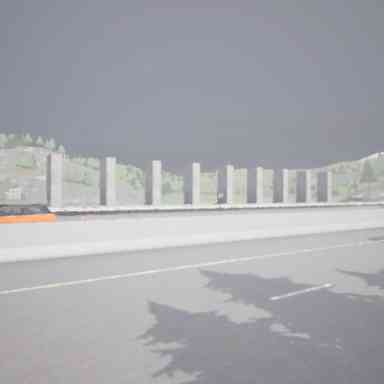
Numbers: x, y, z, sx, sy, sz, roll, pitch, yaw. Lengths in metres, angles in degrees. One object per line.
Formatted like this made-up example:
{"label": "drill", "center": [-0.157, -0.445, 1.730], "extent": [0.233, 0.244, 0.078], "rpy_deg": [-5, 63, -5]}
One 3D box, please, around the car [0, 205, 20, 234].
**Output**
{"label": "car", "center": [-11.747, 1.438, 17.180], "extent": [4.892, 1.490, 1.837], "rpy_deg": [1, -1, -34]}

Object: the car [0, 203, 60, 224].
{"label": "car", "center": [-8.437, 1.305, 15.091], "extent": [4.553, 1.767, 2.097], "rpy_deg": [0, 0, -33]}

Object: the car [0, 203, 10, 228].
{"label": "car", "center": [-13.814, 1.426, 20.015], "extent": [4.892, 1.490, 1.837], "rpy_deg": [1, -1, -34]}
